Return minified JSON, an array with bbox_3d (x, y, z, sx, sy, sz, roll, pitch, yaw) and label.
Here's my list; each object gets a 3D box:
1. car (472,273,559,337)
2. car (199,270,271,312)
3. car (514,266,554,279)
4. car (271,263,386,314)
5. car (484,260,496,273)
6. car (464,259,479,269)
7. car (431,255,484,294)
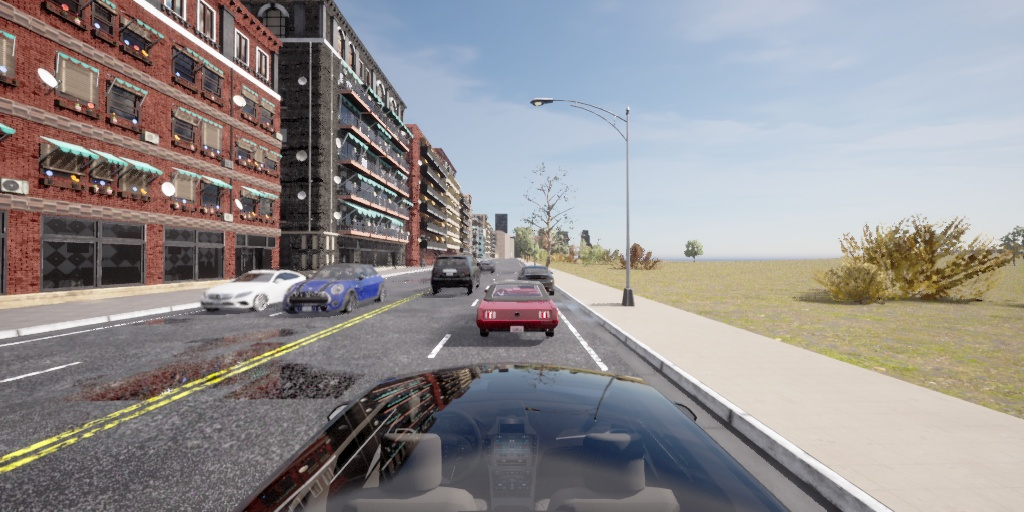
[{"bbox_3d":[0.132,1.352,10.254,1.895,1.301,4.718,0,0,0],"label":"car"},{"bbox_3d":[-9.800,1.277,14.281,1.812,1.442,4.674,0,0,0],"label":"car"},{"bbox_3d":[1.207,1.257,19.455,1.837,1.490,4.892,0,0,0],"label":"car"},{"bbox_3d":[-6.553,1.103,13.732,2.097,1.767,4.553,0,0,0],"label":"car"},{"bbox_3d":[-2.985,1.241,42.717,2.128,1.511,4.902,0,0,0],"label":"car"},{"bbox_3d":[-6.366,1.255,56.859,1.837,1.490,4.892,0,0,0],"label":"car"},{"bbox_3d":[-3.075,0.975,20.429,2.150,2.045,5.566,0,0,0],"label":"car"}]
